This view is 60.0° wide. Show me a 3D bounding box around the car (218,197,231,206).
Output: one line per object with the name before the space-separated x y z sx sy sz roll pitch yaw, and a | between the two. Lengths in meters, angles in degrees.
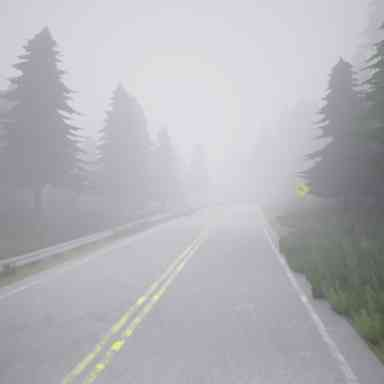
car | 5.020 1.461 52.888 1.812 1.442 4.674 0 0 2
